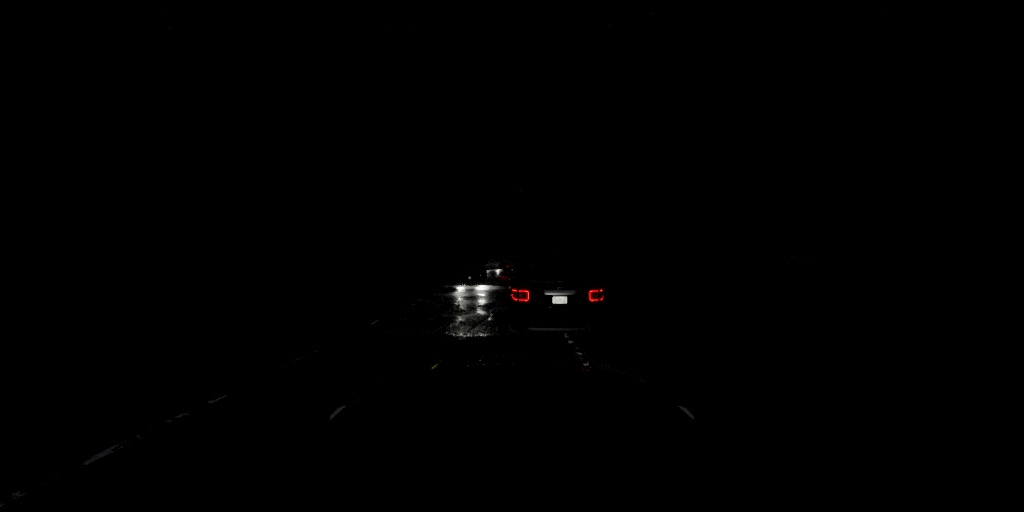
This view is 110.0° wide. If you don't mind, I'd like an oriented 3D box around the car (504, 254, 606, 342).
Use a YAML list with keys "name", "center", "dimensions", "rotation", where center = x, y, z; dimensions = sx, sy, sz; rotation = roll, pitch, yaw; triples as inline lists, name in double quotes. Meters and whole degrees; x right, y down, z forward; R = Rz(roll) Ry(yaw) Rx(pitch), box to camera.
- name: "car"
  center: [0.955, 0.975, 9.873]
  dimensions: [2.150, 2.045, 5.566]
  rotation: [0, 0, 0]

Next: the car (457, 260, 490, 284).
- name: "car"
  center: [-2.880, 1.253, 26.799]
  dimensions: [1.837, 1.490, 4.892]
  rotation: [0, 0, 0]

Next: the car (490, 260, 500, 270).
- name: "car"
  center: [-2.814, 1.265, 52.722]
  dimensions: [1.812, 1.442, 4.674]
  rotation: [0, 0, 0]
